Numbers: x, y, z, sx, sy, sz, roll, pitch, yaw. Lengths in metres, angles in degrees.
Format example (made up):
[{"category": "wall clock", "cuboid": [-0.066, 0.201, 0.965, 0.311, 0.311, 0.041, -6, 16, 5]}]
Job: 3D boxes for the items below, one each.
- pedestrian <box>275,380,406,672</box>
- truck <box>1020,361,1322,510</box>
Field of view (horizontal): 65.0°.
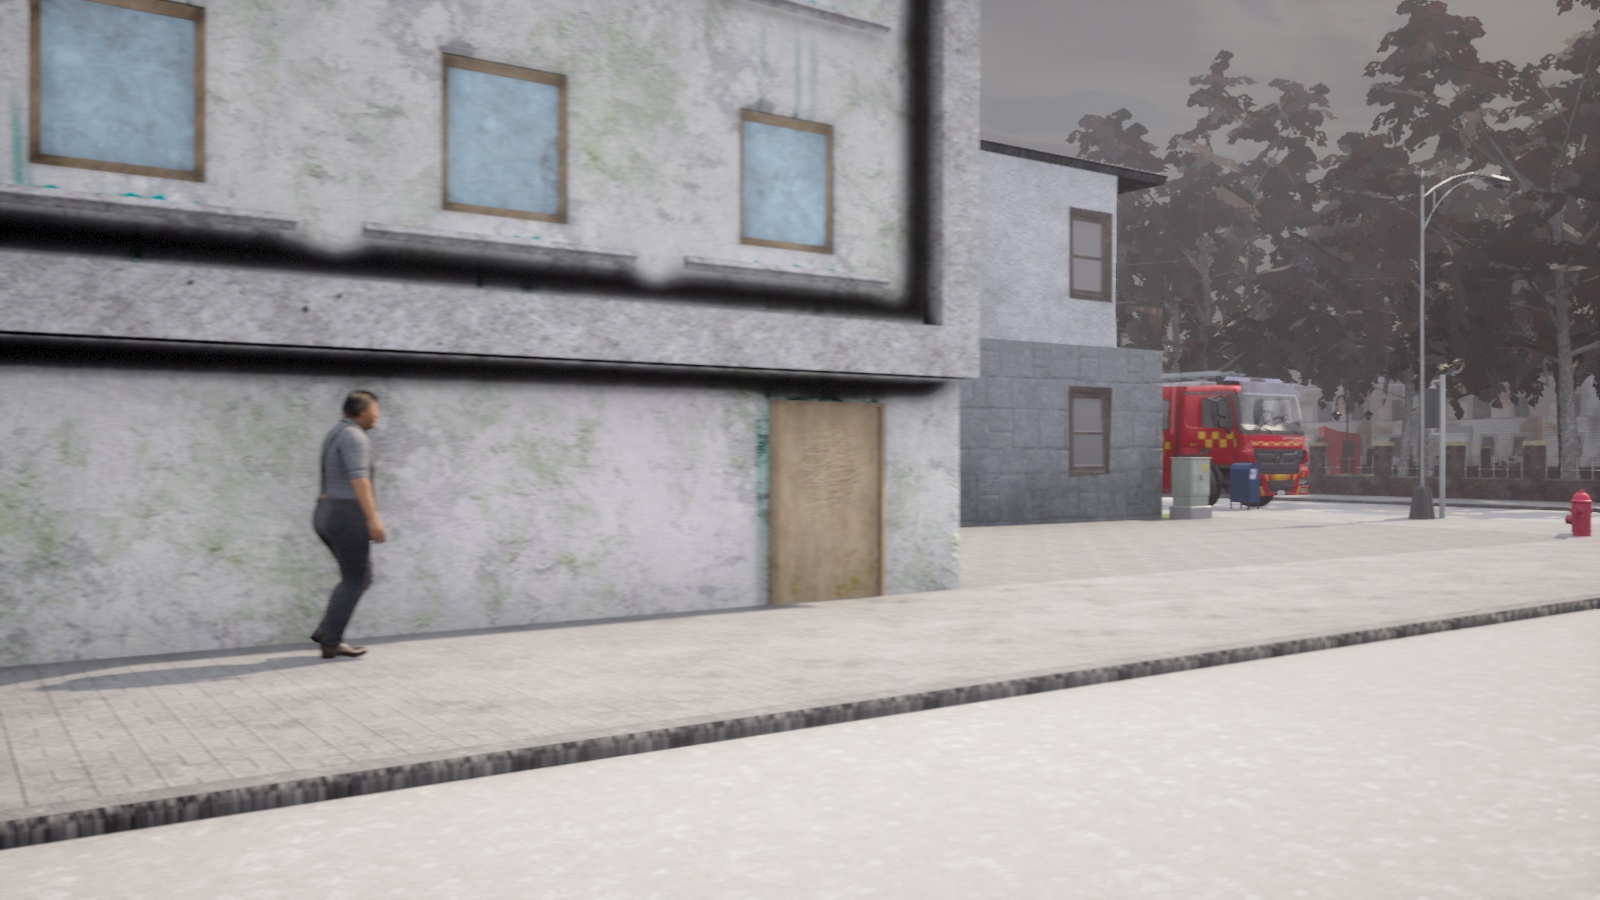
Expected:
[{"category": "pedestrian", "cuboid": [-3.062, 0.481, 8.365, 0.694, 1.848, 0.540, 0, 0, -35]}, {"category": "truck", "cuboid": [10.460, -0.352, 36.488, 2.891, 3.827, 8.468, 0, 0, -34]}]
